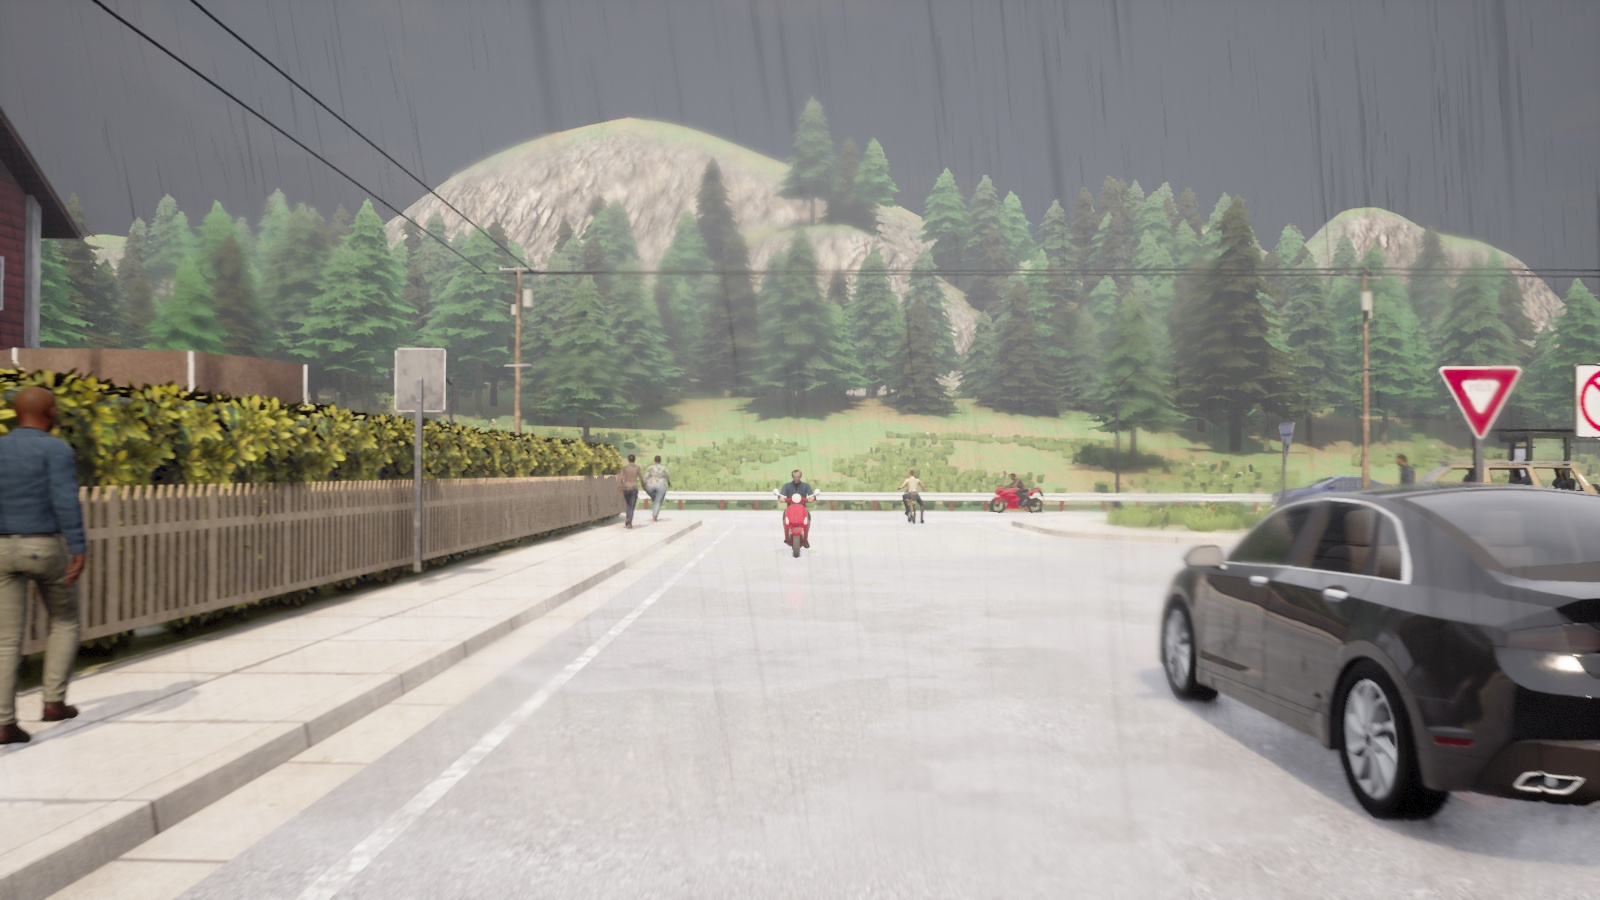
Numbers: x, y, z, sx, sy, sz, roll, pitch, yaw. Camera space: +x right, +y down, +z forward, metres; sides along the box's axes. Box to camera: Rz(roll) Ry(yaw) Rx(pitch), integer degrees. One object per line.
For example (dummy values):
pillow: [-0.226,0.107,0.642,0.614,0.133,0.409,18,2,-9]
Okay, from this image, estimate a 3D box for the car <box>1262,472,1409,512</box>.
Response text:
car: [19.876,1.543,46.744,4.674,1.442,1.812,0,-1,0]

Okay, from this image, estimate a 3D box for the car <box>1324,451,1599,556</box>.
car: [12.524,0.980,23.801,4.605,1.855,1.932,-1,-1,17]

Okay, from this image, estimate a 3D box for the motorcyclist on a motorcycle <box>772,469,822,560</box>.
motorcyclist on a motorcycle: [-0.055,1.155,23.101,0.866,1.590,1.817,0,-1,0]

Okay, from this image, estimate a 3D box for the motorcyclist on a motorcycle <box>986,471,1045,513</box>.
motorcyclist on a motorcycle: [8.004,1.546,46.693,2.044,1.523,0.797,0,-1,-3]

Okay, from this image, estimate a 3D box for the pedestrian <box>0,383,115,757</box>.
pedestrian: [-3.935,0.595,6.538,0.370,1.835,0.726,0,-1,-4]

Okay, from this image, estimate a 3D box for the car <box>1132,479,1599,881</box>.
car: [3.483,0.926,7.217,1.837,1.490,4.892,0,-1,0]

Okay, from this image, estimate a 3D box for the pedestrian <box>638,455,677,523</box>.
pedestrian: [-3.902,1.061,34.405,0.874,1.855,0.900,0,-1,5]

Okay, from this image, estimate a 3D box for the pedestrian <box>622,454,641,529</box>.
pedestrian: [-4.072,0.995,30.382,0.328,1.805,0.869,0,-1,2]

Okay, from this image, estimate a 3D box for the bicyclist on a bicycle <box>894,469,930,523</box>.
bicyclist on a bicycle: [3.363,1.371,37.815,0.866,1.612,1.509,0,-1,-3]

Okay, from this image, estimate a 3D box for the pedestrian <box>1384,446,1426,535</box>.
pedestrian: [13.413,0.884,27.849,0.788,1.949,0.423,-1,-1,20]
